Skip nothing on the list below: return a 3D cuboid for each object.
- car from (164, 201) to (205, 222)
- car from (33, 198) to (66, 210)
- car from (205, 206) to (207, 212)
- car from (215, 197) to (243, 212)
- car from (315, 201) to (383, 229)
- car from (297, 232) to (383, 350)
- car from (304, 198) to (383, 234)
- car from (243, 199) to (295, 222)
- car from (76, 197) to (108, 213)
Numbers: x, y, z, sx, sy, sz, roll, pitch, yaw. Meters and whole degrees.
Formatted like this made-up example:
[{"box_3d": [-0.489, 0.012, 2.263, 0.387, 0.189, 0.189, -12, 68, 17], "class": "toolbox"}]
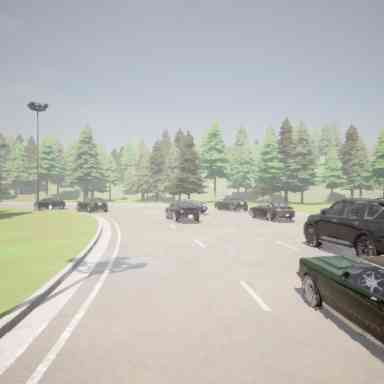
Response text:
[{"box_3d": [-0.868, 1.504, 26.277, 1.837, 1.490, 4.892, 0, 0, -18], "class": "car"}, {"box_3d": [-18.820, 1.505, 43.892, 4.892, 1.490, 1.837, 0, 0, 30], "class": "car"}, {"box_3d": [-0.386, 1.601, 34.108, 1.895, 1.301, 4.718, 0, 0, -27], "class": "car"}, {"box_3d": [4.640, 1.352, 39.669, 2.097, 1.767, 4.553, 0, 0, -29], "class": "car"}, {"box_3d": [10.936, 1.493, 23.039, 2.128, 1.511, 4.902, 0, 0, -13], "class": "car"}, {"box_3d": [3.292, 1.600, 5.022, 1.895, 1.301, 4.718, 0, 0, -4], "class": "car"}, {"box_3d": [6.094, 1.222, 11.776, 2.150, 2.045, 5.566, 0, 0, -8], "class": "car"}, {"box_3d": [6.292, 1.492, 26.677, 2.128, 1.511, 4.902, 0, 0, -16], "class": "car"}, {"box_3d": [-11.310, 1.352, 37.463, 2.097, 1.767, 4.553, 0, 0, -41], "class": "car"}]
